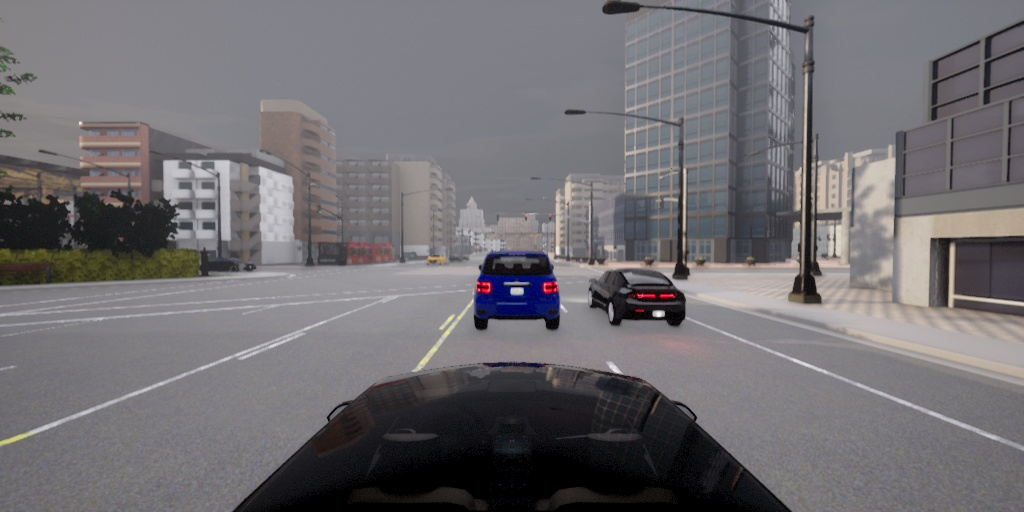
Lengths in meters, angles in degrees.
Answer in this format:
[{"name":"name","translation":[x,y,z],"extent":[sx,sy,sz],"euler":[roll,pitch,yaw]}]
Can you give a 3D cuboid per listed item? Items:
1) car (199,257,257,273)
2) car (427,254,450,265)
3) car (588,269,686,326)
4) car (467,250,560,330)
[{"name":"car","translation":[-25.497,0.795,32.243],"extent":[4.181,1.385,1.994],"euler":[0,1,1]},{"name":"car","translation":[-10.348,0.456,49.438],"extent":[1.882,1.535,5.008],"euler":[0,1,1]},{"name":"car","translation":[3.646,1.131,11.209],"extent":[1.837,1.490,4.892],"euler":[0,1,1]},{"name":"car","translation":[0.134,0.851,10.844],"extent":[2.150,2.045,5.566],"euler":[0,1,0]}]
